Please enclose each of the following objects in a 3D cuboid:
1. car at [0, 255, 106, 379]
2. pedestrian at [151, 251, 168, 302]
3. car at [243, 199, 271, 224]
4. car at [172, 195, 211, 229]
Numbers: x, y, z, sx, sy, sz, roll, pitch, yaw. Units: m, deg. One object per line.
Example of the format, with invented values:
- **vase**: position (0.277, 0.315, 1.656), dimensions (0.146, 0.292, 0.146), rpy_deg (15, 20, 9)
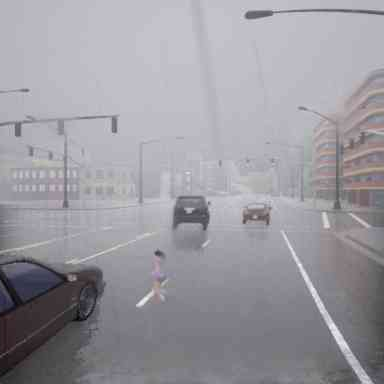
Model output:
- **car**: position (-2.908, 1.548, 4.261), dimensions (2.033, 1.411, 5.357), rpy_deg (0, 0, 7)
- **pedestrian**: position (-0.616, 1.674, 6.835), dimensions (0.500, 1.100, 0.500), rpy_deg (0, 0, 12)
- **car**: position (4.862, 1.510, 24.727), dimensions (1.812, 1.442, 4.674), rpy_deg (0, 0, 14)
- **car**: position (0.003, 1.212, 21.947), dimensions (2.150, 2.045, 5.566), rpy_deg (0, 0, 3)
